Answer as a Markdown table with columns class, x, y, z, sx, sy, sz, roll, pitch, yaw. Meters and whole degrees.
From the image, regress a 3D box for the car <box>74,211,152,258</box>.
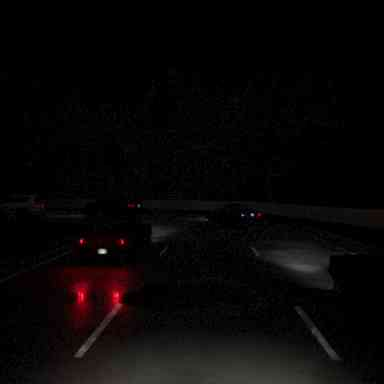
| class | x | y | z | sx | sy | sz | roll | pitch | yaw |
| --- | --- | --- | --- | --- | --- | --- | --- | --- | --- |
| car | -2.769 | 1.612 | 12.838 | 1.895 | 1.301 | 4.718 | 0 | 0 | 2 |

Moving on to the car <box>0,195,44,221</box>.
| class | x | y | z | sx | sy | sz | roll | pitch | yaw |
| --- | --- | --- | --- | --- | --- | --- | --- | --- | --- |
| car | -14.890 | 1.228 | 26.584 | 5.566 | 2.045 | 2.150 | 0 | -1 | -14 |

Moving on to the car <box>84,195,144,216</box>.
| class | x | y | z | sx | sy | sz | roll | pitch | yaw |
| --- | --- | --- | --- | --- | --- | --- | --- | --- | --- |
| car | -6.872 | 1.248 | 29.196 | 5.566 | 2.045 | 2.150 | 0 | 0 | 27 |

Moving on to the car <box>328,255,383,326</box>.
| class | x | y | z | sx | sy | sz | roll | pitch | yaw |
| --- | --- | --- | --- | --- | --- | --- | --- | --- | --- |
| car | 3.827 | 1.614 | 5.271 | 1.895 | 1.301 | 4.718 | 0 | 0 | 3 |

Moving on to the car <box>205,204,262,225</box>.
| class | x | y | z | sx | sy | sz | roll | pitch | yaw |
| --- | --- | --- | --- | --- | --- | --- | --- | --- | --- |
| car | 2.914 | 1.584 | 24.501 | 2.033 | 1.411 | 5.357 | 0 | 0 | -26 |
